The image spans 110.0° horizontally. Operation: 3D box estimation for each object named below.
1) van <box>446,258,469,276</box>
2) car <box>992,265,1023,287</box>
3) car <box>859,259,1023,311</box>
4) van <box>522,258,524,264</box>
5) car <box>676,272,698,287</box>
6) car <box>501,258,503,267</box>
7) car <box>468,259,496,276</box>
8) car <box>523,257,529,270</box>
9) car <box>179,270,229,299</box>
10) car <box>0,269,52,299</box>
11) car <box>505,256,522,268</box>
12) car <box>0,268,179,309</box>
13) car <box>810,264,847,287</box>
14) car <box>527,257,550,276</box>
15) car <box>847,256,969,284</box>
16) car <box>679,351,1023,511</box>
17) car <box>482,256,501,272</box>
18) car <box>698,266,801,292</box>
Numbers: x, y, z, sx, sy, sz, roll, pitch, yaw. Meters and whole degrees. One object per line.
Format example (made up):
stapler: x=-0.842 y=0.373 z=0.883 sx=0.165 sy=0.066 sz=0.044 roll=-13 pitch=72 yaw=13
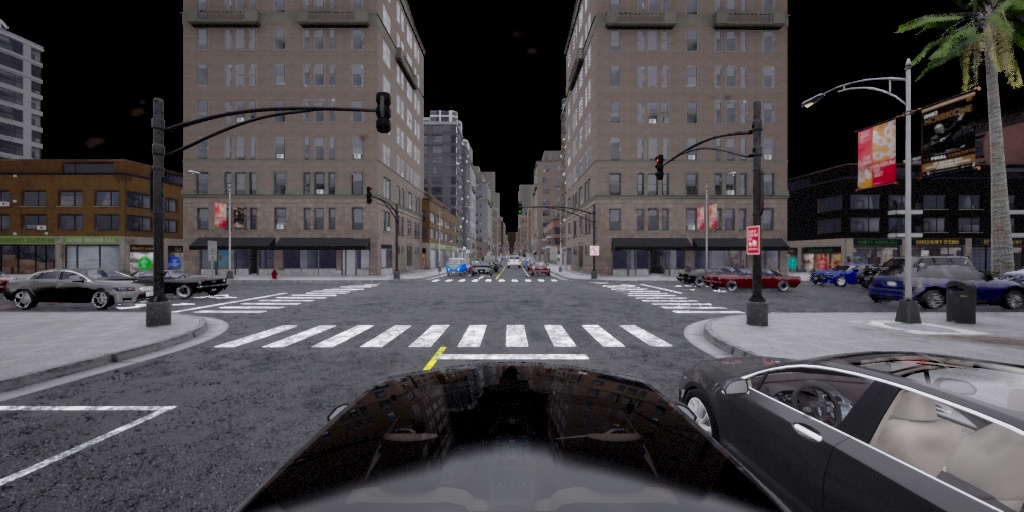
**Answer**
van: x=-5.700 y=1.093 z=36.934 sx=1.690 sy=1.789 sz=3.998 roll=0 pitch=0 yaw=0
car: x=36.106 y=1.333 z=24.322 sx=4.674 sy=1.442 sz=1.812 roll=0 pitch=0 yaw=0
car: x=17.246 y=1.134 z=14.290 sx=4.553 sy=1.767 sz=2.097 roll=0 pitch=0 yaw=0
van: x=2.934 y=1.094 z=59.572 sx=1.690 sy=1.789 sz=3.998 roll=0 pitch=0 yaw=0
car: x=13.739 y=1.365 z=24.223 sx=4.718 sy=1.301 sz=1.895 roll=0 pitch=0 yaw=0
car: x=-2.847 y=1.354 z=55.671 sx=1.895 sy=1.301 sz=4.718 roll=0 pitch=0 yaw=0
car: x=-2.945 y=1.316 z=36.572 sx=1.994 sy=1.385 sz=4.181 roll=0 pitch=0 yaw=0
car: x=2.880 y=1.193 z=48.233 sx=1.967 sy=1.591 sz=4.097 roll=0 pitch=0 yaw=0
car: x=-16.669 y=1.326 z=17.378 sx=4.718 sy=1.301 sz=1.895 roll=0 pitch=0 yaw=-1
car: x=-25.828 y=1.312 z=17.325 sx=4.718 sy=1.301 sz=1.895 roll=0 pitch=0 yaw=0
car: x=0.382 y=0.976 z=61.809 sx=2.150 sy=2.045 sz=5.566 roll=0 pitch=0 yaw=0
car: x=-16.648 y=1.221 z=14.107 sx=4.902 sy=1.511 sz=2.128 roll=0 pitch=0 yaw=0
car: x=23.058 y=1.258 z=24.268 sx=5.008 sy=1.535 sz=1.882 roll=0 pitch=0 yaw=0
car: x=2.825 y=1.192 z=36.895 sx=1.967 sy=1.591 sz=4.097 roll=0 pitch=0 yaw=0
car: x=23.611 y=1.007 z=21.022 sx=5.566 sy=2.045 sz=2.150 roll=0 pitch=0 yaw=0
car: x=2.669 y=1.300 z=2.246 sx=2.007 sy=1.370 sz=4.403 roll=0 pitch=0 yaw=0
car: x=-2.896 y=0.974 z=45.880 sx=2.150 sy=2.045 sz=5.566 roll=0 pitch=0 yaw=0
car: x=13.857 y=1.370 z=20.974 sx=4.718 sy=1.301 sz=1.895 roll=0 pitch=0 yaw=0
